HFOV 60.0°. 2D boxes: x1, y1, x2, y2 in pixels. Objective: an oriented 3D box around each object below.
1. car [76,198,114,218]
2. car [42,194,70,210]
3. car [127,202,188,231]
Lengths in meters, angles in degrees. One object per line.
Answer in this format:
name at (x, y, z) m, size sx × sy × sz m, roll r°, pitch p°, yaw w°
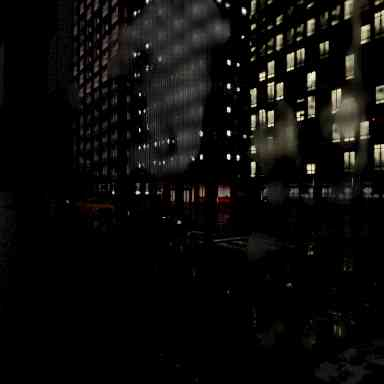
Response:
car at (-8.214, 1.248, 27.986) m, size 1.882 × 1.535 × 5.008 m, roll 0°, pitch 0°, yaw -36°
car at (-15.405, 1.020, 37.685) m, size 2.097 × 1.767 × 4.553 m, roll 0°, pitch 0°, yaw -36°
car at (-2.148, 1.344, 19.821) m, size 2.128 × 1.511 × 4.902 m, roll 0°, pitch 0°, yaw -37°
